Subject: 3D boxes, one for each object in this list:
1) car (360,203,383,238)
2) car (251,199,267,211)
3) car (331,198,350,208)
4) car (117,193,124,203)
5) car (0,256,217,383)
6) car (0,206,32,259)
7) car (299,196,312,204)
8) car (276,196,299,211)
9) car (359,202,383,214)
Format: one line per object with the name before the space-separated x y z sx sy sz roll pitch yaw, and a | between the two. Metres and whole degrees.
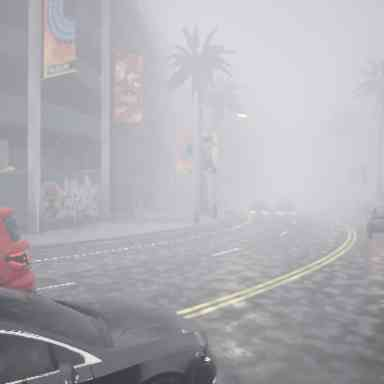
car | 10.456 1.598 18.000 2.128 1.511 4.902 0 0 26
car | 8.890 1.734 44.259 1.837 1.490 4.892 0 0 8
car | 23.961 1.785 53.690 2.231 1.521 4.892 0 0 8
car | -11.630 1.248 50.906 2.435 2.045 5.566 0 0 8
car | -1.992 1.513 2.556 4.892 1.490 1.837 1 0 -36
car | -5.229 1.233 4.616 5.566 2.045 2.150 0 0 -36
car | 27.891 1.805 82.801 2.185 1.767 4.553 0 0 8
car | 12.416 1.588 44.199 2.097 1.767 4.553 0 0 8
car | 17.950 1.684 32.565 2.128 1.511 4.902 0 0 10
